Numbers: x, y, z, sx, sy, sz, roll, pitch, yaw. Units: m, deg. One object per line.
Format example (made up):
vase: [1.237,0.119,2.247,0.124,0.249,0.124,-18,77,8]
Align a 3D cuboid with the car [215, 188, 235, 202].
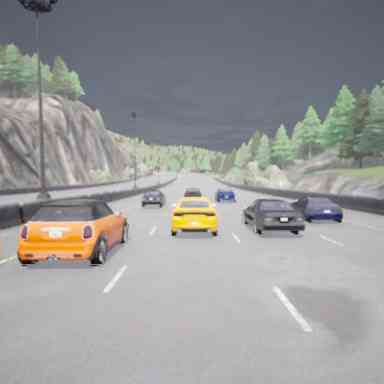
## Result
car: [3.600,0.267,36.884,1.882,1.535,5.008,0,2,0]

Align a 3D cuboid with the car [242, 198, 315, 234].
car: [3.600,1.037,15.468,2.033,1.411,5.357,0,2,0]

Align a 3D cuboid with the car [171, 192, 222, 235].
car: [0.101,0.975,15.204,1.882,1.535,5.008,0,2,0]

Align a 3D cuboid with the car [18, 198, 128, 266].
car: [-3.401,1.007,10.404,2.097,1.767,4.553,0,2,0]

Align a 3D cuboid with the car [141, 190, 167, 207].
car: [-3.400,0.557,30.141,2.033,1.411,5.357,0,2,0]

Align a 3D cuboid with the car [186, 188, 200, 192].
car: [0.100,0.341,35.447,1.837,1.490,4.892,0,2,0]

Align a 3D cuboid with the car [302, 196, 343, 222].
car: [7.100,0.923,19.460,1.994,1.385,4.181,0,2,0]
